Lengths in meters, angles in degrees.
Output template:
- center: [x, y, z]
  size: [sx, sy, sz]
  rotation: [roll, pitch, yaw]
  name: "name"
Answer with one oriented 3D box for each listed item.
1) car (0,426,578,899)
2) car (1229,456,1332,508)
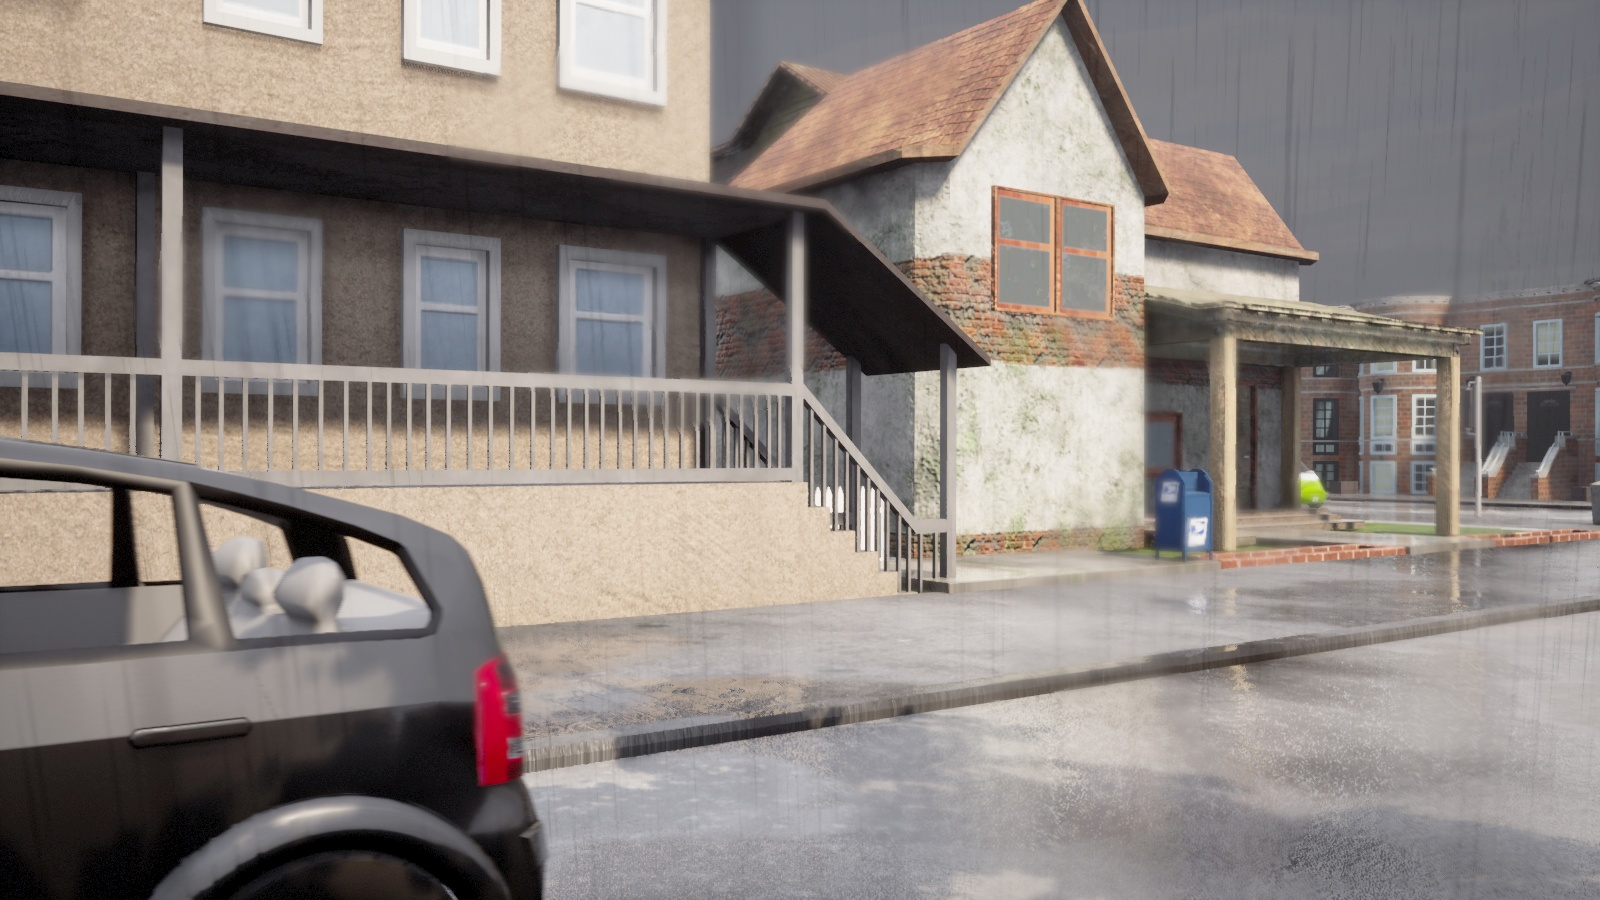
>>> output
- center: [-2.532, 0.735, 2.508]
  size: [3.705, 1.549, 1.789]
  rotation: [0, 0, -35]
  name: "car"
- center: [13.258, 0.855, 34.685]
  size: [1.481, 1.376, 2.207]
  rotation: [0, -1, -35]
  name: "car"
